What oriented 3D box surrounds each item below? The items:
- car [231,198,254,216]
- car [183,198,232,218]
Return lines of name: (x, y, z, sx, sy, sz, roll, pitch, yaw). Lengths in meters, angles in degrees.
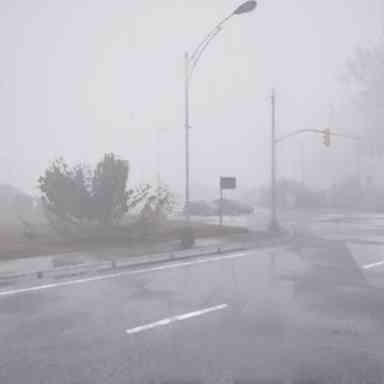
car: (3.591, 1.320, 30.887, 1.837, 1.490, 4.892, -1, 0, -39)
car: (1.045, 1.410, 28.469, 1.994, 1.385, 4.181, -1, 0, -39)
